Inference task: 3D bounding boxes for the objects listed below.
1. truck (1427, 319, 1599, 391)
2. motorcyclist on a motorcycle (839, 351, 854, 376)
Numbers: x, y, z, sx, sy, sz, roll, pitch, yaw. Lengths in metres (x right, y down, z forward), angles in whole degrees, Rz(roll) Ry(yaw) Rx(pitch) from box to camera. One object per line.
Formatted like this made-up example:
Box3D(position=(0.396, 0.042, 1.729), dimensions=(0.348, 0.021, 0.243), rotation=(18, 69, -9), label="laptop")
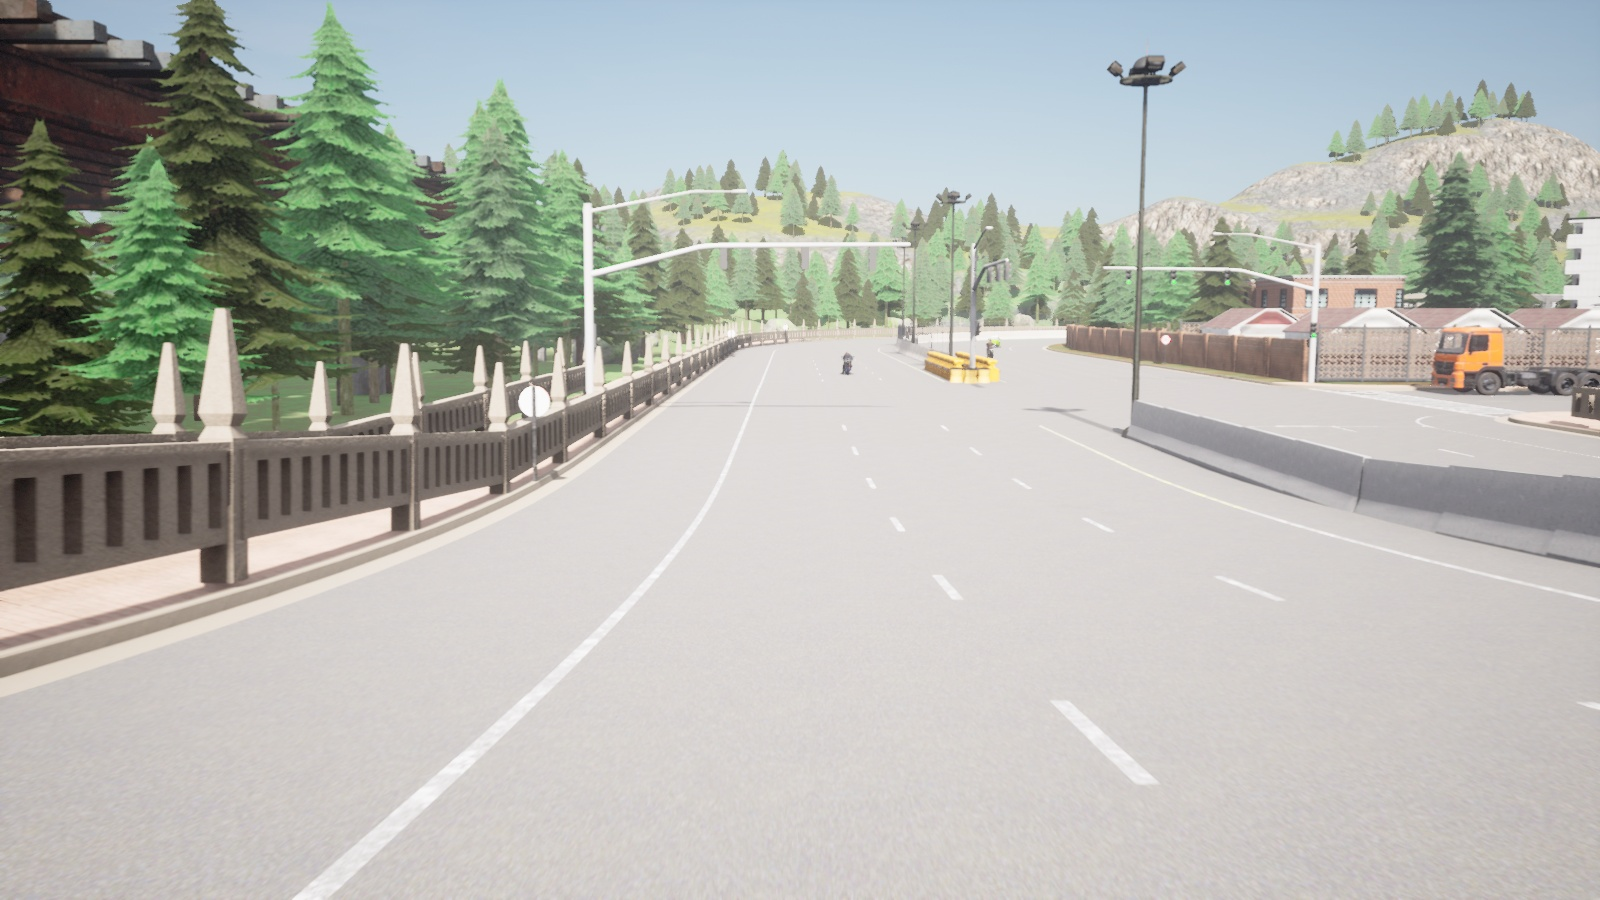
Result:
Box3D(position=(36.359, -4.813, 63.225), dimensions=(7.936, 3.462, 2.891), rotation=(0, 6, 1), label="truck")
Box3D(position=(2.968, -5.542, 80.163), dimensions=(0.866, 1.530, 2.191), rotation=(0, 6, 0), label="motorcyclist on a motorcycle")
